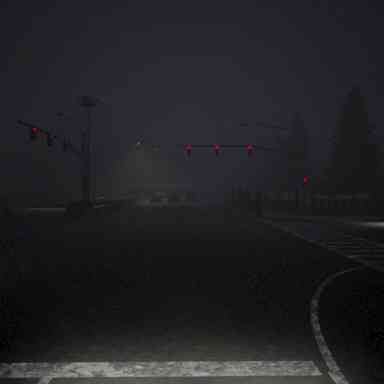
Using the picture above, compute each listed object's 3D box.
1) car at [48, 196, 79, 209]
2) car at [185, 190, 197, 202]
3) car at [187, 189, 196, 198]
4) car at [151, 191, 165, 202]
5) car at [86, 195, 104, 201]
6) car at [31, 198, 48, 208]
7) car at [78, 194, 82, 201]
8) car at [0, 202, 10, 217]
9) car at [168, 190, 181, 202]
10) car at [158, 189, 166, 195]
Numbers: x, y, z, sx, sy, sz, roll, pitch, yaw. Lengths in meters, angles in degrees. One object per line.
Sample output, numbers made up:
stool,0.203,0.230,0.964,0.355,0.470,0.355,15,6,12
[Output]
car,-17.606,1.525,45.909,1.812,1.442,4.674,0,0,0
car,-0.108,0.787,67.006,2.150,2.045,5.566,0,3,0
car,-0.166,0.295,77.430,2.033,1.411,5.357,0,7,0
car,-7.002,1.196,65.815,1.994,1.385,4.181,0,3,0
car,-17.624,1.338,61.779,1.812,1.442,4.674,0,2,0
car,-21.108,1.547,48.047,2.033,1.411,5.357,0,0,0
car,-21.104,1.193,64.017,1.882,1.535,5.008,0,3,0
car,-17.601,1.525,28.810,1.812,1.442,4.674,0,0,0
car,-3.499,1.009,65.317,2.097,1.767,4.553,0,3,0
car,-7.172,0.115,78.536,1.882,1.535,5.008,0,7,0
